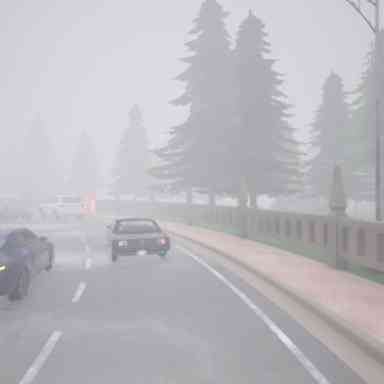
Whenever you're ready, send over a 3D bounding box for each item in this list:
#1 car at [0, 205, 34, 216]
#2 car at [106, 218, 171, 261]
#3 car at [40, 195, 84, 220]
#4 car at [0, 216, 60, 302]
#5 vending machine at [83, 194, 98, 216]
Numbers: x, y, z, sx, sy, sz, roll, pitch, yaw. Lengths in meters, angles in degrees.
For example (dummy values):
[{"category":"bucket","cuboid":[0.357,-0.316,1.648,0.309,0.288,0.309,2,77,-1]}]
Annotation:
[{"category":"car","cuboid":[-14.451,1.690,26.754,1.895,1.301,4.718,0,0,-42]},{"category":"car","cuboid":[-2.222,1.617,12.545,1.895,1.301,4.718,0,0,-17]},{"category":"car","cuboid":[-11.049,1.292,28.159,2.150,2.045,5.566,0,0,-41]},{"category":"car","cuboid":[-4.664,1.554,8.047,1.812,1.442,4.674,0,0,-12]},{"category":"vending machine","cuboid":[-10.111,1.262,33.022,0.880,2.100,1.100,0,0,45]}]
